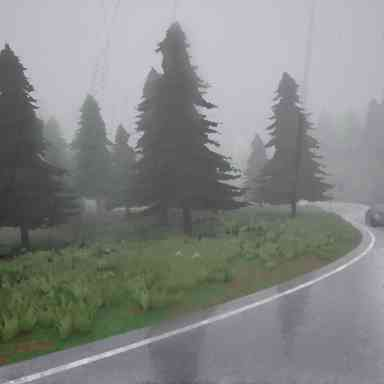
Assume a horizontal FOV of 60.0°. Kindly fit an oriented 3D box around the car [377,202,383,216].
[{"bbox_3d":[22.406,1.887,37.521,1.837,1.490,4.892,-3,-2,19],"label":"car"}]

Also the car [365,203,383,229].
[{"bbox_3d":[13.969,1.644,24.232,2.097,1.767,4.553,-3,-2,21],"label":"car"}]
